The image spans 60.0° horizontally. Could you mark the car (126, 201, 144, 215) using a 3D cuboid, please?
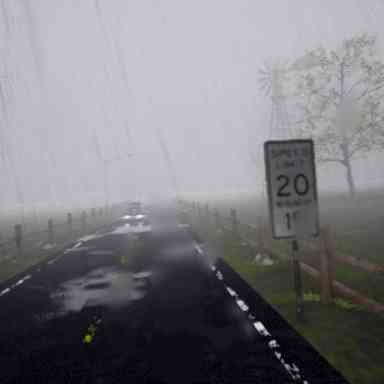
[{"bbox_3d":[-6.788,1.927,40.036,1.837,1.490,4.892,-4,0,-6],"label":"car"}]

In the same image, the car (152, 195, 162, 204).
[{"bbox_3d":[-8.274,1.743,79.735,2.150,2.045,5.566,-4,0,-6],"label":"car"}]
